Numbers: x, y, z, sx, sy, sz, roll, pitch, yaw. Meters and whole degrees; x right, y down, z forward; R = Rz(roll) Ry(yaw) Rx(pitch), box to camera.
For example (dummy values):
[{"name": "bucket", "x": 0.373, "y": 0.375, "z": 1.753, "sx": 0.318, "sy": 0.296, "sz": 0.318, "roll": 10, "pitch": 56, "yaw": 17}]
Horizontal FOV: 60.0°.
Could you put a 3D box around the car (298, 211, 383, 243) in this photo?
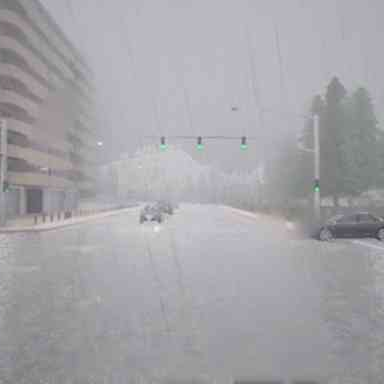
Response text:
[{"name": "car", "x": 8.077, "y": 1.802, "z": 17.335, "sx": 4.892, "sy": 1.490, "sz": 1.837, "roll": -1, "pitch": -1, "yaw": 1}]

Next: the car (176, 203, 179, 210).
[{"name": "car", "x": -3.514, "y": 2.618, "z": 62.755, "sx": 1.994, "sy": 1.385, "sz": 4.181, "roll": 0, "pitch": -1, "yaw": 0}]

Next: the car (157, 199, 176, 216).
[{"name": "car", "x": -3.593, "y": 1.947, "z": 43.272, "sx": 2.150, "sy": 2.045, "sz": 5.566, "roll": 0, "pitch": 0, "yaw": 0}]

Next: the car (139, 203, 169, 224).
[{"name": "car", "x": -3.601, "y": 2.009, "z": 30.408, "sx": 2.128, "sy": 1.511, "sz": 4.902, "roll": 0, "pitch": -1, "yaw": 0}]
